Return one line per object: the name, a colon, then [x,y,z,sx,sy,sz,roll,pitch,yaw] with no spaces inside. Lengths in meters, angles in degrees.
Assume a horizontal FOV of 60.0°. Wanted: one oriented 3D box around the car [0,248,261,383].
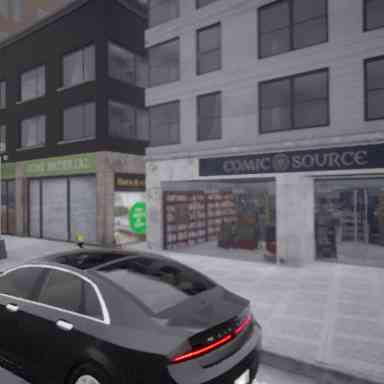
car: [-1.515,1.539,4.507,4.892,1.490,1.837,-1,0,35]
